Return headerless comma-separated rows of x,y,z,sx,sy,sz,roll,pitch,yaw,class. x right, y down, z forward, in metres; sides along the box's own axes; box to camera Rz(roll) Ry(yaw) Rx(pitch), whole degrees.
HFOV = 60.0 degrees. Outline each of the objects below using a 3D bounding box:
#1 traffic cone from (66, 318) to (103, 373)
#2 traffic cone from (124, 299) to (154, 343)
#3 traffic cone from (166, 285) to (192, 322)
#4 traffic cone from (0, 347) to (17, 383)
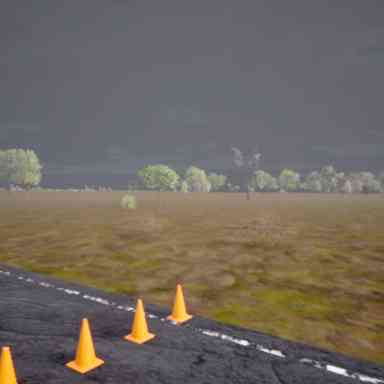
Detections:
-1.402,1.960,4.361,0.340,0.580,0.340,0,0,36,traffic cone
-0.818,1.963,5.174,0.340,0.580,0.340,0,0,36,traffic cone
-0.235,1.967,5.986,0.340,0.580,0.340,0,0,36,traffic cone
-1.985,1.956,3.549,0.340,0.580,0.340,0,0,36,traffic cone
